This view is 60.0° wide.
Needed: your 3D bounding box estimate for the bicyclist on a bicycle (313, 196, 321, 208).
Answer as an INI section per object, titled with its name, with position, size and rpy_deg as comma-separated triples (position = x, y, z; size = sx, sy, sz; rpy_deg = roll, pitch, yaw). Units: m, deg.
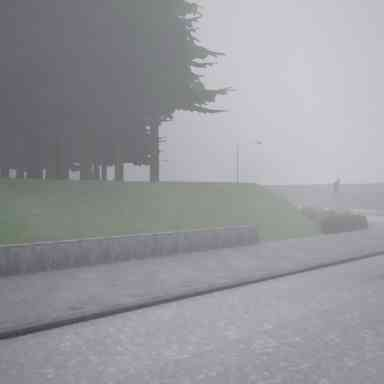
[bicyclist on a bicycle]
position = 14.866, 1.349, 39.614
size = 1.656, 1.620, 0.582
rpy_deg = 0, 0, -35
